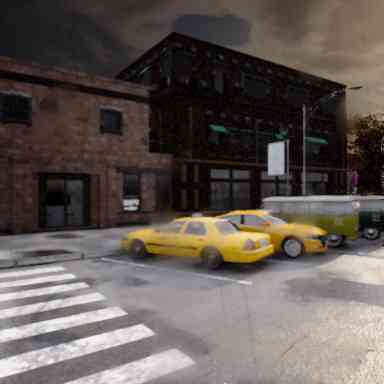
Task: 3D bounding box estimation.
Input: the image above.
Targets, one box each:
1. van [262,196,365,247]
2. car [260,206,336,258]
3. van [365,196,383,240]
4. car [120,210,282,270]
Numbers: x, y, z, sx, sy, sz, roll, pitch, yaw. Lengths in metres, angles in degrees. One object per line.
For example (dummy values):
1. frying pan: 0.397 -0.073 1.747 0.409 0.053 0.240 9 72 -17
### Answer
1. van: 4.843 1.213 14.572 4.442 1.987 1.878 -1 0 34
2. car: 2.527 1.469 12.748 5.008 1.535 2.097 -1 -1 34
3. van: 7.265 1.182 16.343 4.442 1.987 1.878 -1 0 34
4. car: -0.049 1.492 11.075 5.366 1.575 1.946 -1 0 34
